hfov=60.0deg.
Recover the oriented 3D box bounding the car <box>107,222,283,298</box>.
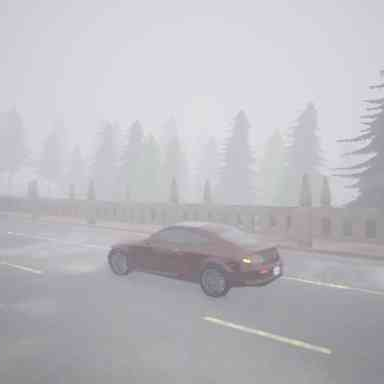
[{"bbox_3d":[-0.091,1.477,8.355,4.674,1.442,1.812,0,0,35],"label":"car"}]
